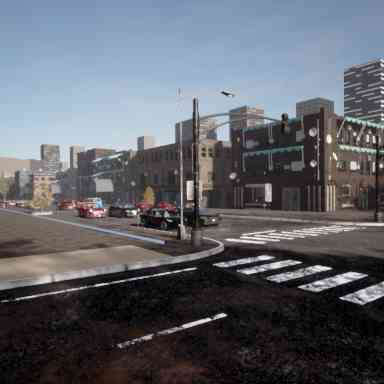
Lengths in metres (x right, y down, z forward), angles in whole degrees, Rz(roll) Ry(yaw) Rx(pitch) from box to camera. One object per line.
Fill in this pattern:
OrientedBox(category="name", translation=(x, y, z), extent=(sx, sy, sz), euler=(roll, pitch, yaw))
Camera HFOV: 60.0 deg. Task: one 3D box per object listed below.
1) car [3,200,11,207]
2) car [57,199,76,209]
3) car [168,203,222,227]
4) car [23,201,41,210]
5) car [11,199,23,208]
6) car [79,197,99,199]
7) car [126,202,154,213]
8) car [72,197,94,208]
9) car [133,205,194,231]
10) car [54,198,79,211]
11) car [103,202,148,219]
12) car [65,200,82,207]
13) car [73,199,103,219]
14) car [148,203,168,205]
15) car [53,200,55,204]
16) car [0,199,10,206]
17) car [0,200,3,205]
OrientedBox(category="car", translation=(-40.109, 2.379, 74.030), extent=(1.967, 1.590, 4.097), euler=(-1, 0, -37))
OrientedBox(category="car", translation=(-22.969, 2.141, 60.813), extent=(1.882, 1.535, 5.008), euler=(-1, 0, -37))
OrientedBox(category="car", translation=(0.269, 1.783, 24.406), extent=(1.994, 1.385, 4.181), euler=(-1, 0, -38))
OrientedBox(category="car", translation=(-26.737, 2.232, 56.169), extent=(1.752, 1.417, 4.829), euler=(-1, 0, -37))
OrientedBox(category="car", translation=(-33.473, 2.375, 65.169), extent=(2.008, 1.369, 4.403), euler=(-1, 0, -37))
OrientedBox(category="car", translation=(-16.953, 1.909, 52.775), extent=(2.097, 1.767, 4.553), euler=(-1, 0, -37))
OrientedBox(category="car", translation=(-6.862, 1.966, 43.604), extent=(1.802, 1.307, 4.206), euler=(-2, 0, -37))
OrientedBox(category="car", translation=(-20.136, 1.939, 61.328), extent=(2.192, 1.841, 5.009), euler=(-1, 0, -37))
OrientedBox(category="car", translation=(-2.036, 1.814, 22.968), extent=(1.947, 1.339, 4.313), euler=(-2, 0, -37))
OrientedBox(category="car", translation=(-18.708, 2.100, 49.910), extent=(1.812, 1.442, 4.674), euler=(-1, 0, -36))
OrientedBox(category="car", translation=(-6.906, 1.847, 34.024), extent=(2.128, 1.511, 4.902), euler=(-1, 0, -36))
OrientedBox(category="car", translation=(-23.448, 2.227, 65.760), extent=(1.887, 1.381, 4.507), euler=(-1, 0, -37))
OrientedBox(category="car", translation=(-10.257, 1.846, 34.149), extent=(1.967, 1.590, 4.097), euler=(-2, 0, -37))
OrientedBox(category="car", translation=(-3.546, 1.904, 39.173), extent=(1.802, 1.307, 4.206), euler=(-2, 0, -37))
OrientedBox(category="car", translation=(-30.081, 2.363, 74.623), extent=(1.947, 1.339, 4.313), euler=(-1, 0, -37))
OrientedBox(category="car", translation=(-46.740, 2.597, 82.893), extent=(1.887, 1.381, 4.507), euler=(-1, 0, -37))
OrientedBox(category="car", translation=(-43.423, 2.546, 78.462), extent=(2.008, 1.369, 4.403), euler=(-1, 0, -37))
